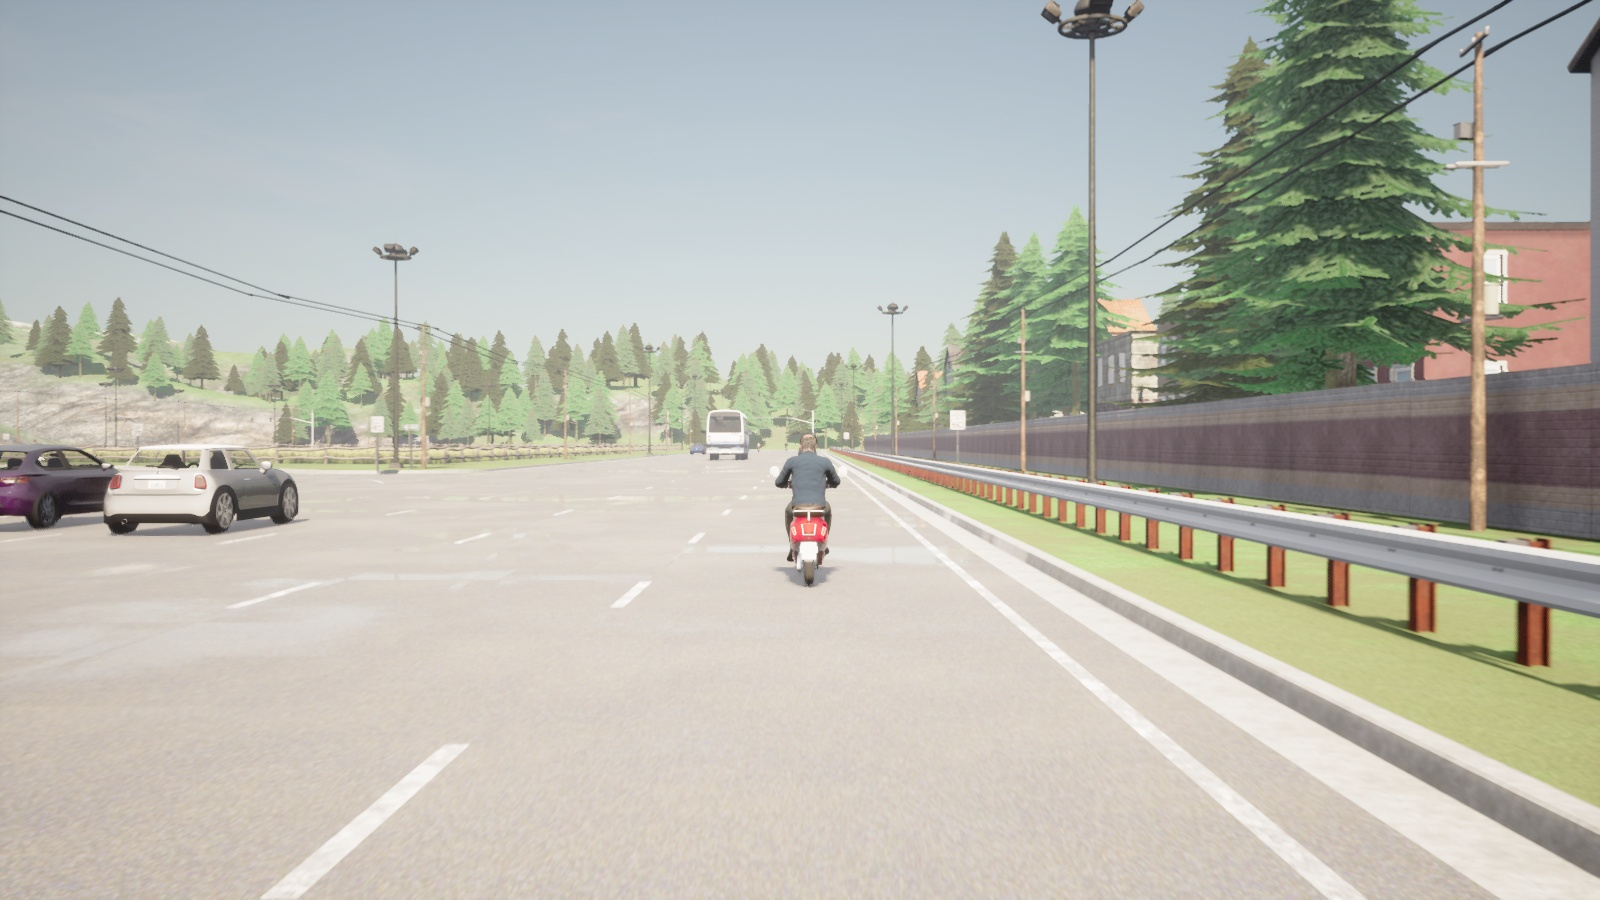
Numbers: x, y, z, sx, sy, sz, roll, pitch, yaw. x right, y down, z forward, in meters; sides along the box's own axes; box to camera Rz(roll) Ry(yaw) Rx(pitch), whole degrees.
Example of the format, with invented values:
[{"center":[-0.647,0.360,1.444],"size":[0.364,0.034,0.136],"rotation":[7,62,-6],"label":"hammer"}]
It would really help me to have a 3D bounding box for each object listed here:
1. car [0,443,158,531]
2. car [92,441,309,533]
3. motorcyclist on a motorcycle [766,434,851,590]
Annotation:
[{"center":[-13.853,0.618,23.189],"size":[1.816,1.474,4.193],"rotation":[0,0,0],"label":"car"},{"center":[-10.359,0.579,22.035],"size":[1.970,1.475,3.806],"rotation":[0,0,0],"label":"car"},{"center":[0.094,0.623,13.712],"size":[0.866,1.590,1.817],"rotation":[0,0,0],"label":"motorcyclist on a motorcycle"}]
